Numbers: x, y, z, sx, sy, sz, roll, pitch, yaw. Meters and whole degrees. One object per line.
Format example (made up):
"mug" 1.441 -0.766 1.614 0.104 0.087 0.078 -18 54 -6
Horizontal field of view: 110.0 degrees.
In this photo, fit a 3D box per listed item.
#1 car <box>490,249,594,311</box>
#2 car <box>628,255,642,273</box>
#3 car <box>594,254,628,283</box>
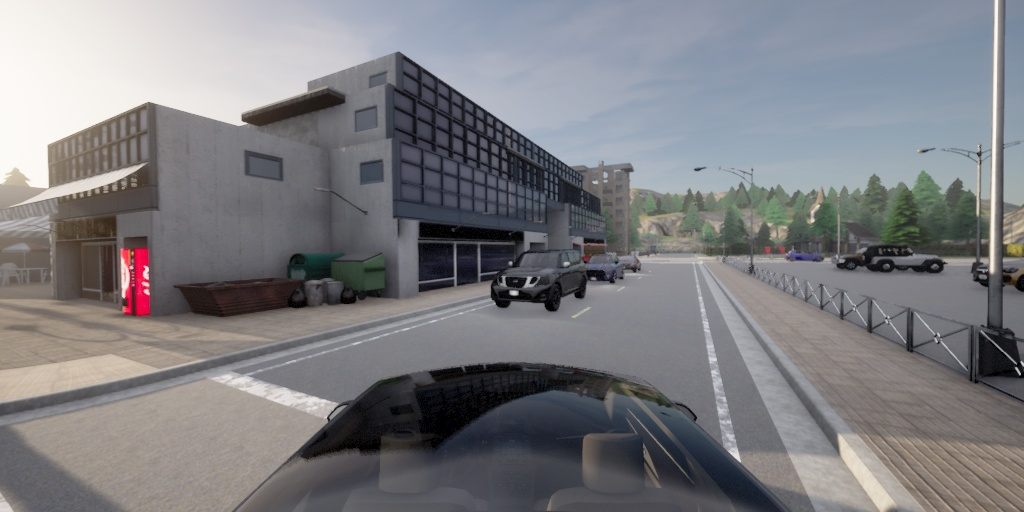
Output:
"car" 1.288 0.760 13.780 2.150 2.045 5.566 0 1 26
"car" 10.246 0.642 31.740 1.812 1.442 4.674 0 1 27
"car" 5.677 0.683 22.584 2.097 1.767 4.553 0 1 26
